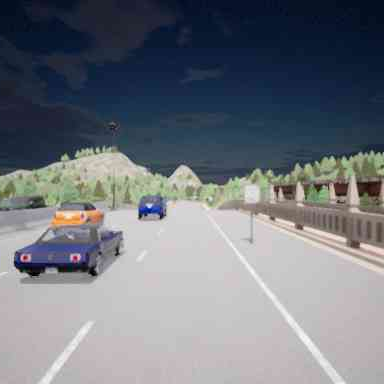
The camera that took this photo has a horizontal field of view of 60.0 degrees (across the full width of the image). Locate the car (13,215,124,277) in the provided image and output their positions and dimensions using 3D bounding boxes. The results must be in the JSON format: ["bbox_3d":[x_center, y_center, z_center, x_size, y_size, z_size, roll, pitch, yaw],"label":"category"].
[{"bbox_3d":[-3.439,1.639,10.362,1.895,1.301,4.718,0,0,0],"label":"car"}]

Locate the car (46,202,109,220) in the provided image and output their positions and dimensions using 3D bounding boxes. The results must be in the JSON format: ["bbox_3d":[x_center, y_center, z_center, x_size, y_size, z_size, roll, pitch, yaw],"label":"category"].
[{"bbox_3d":[-6.983,1.428,20.932,2.097,1.767,4.553,0,0,0],"label":"car"}]

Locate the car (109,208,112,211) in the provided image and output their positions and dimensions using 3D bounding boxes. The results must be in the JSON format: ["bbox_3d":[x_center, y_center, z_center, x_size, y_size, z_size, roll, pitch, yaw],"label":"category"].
[{"bbox_3d":[-17.806,4.238,73.150,1.812,1.442,4.674,0,-6,0],"label":"car"}]

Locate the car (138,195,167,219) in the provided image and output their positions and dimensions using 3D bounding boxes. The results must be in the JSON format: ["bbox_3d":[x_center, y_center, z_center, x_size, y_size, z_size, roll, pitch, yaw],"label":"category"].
[{"bbox_3d":[-3.512,1.315,30.199,2.150,2.045,5.566,0,0,0],"label":"car"}]

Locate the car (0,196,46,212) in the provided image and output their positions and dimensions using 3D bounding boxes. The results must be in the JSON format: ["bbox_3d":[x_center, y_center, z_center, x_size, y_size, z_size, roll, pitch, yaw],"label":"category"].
[{"bbox_3d":[-14.210,1.333,27.906,2.150,2.045,5.566,0,0,0],"label":"car"}]
